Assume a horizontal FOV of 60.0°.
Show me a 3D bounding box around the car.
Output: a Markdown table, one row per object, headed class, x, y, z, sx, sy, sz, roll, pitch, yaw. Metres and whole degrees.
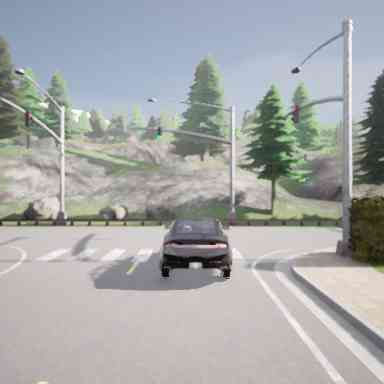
| class | x | y | z | sx | sy | sz | roll | pitch | yaw |
| --- | --- | --- | --- | --- | --- | --- | --- | --- | --- |
| car | 0.149 | 1.497 | 10.151 | 2.128 | 1.511 | 4.902 | 0 | 0 | 2 |
